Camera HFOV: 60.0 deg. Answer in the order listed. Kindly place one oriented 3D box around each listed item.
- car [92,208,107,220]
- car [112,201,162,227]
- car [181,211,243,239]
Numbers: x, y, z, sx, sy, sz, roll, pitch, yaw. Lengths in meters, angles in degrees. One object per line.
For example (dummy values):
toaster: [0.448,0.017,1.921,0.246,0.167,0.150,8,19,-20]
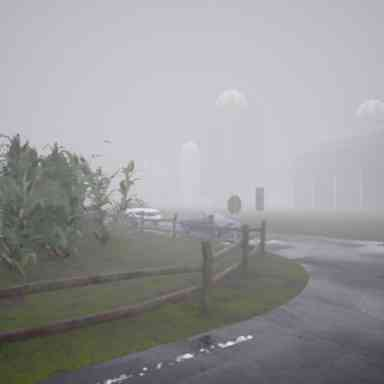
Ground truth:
car: [-10.758,2.277,35.596,1.895,1.301,4.718,1,-2,-37]
car: [-4.729,1.739,27.673,2.150,2.045,5.566,1,-2,-38]
car: [1.098,1.888,19.948,1.812,1.442,4.674,1,-2,-36]
